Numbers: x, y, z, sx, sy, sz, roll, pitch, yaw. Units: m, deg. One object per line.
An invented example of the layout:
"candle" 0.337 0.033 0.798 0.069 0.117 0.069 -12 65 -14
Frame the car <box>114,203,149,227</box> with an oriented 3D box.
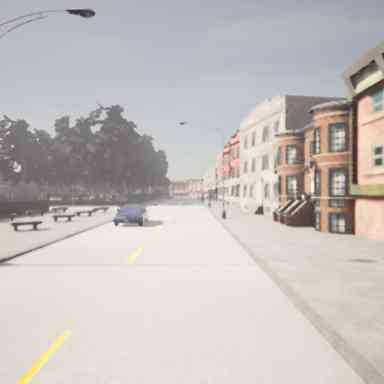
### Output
"car" -4.095 1.516 23.023 1.812 1.442 4.674 0 0 0
